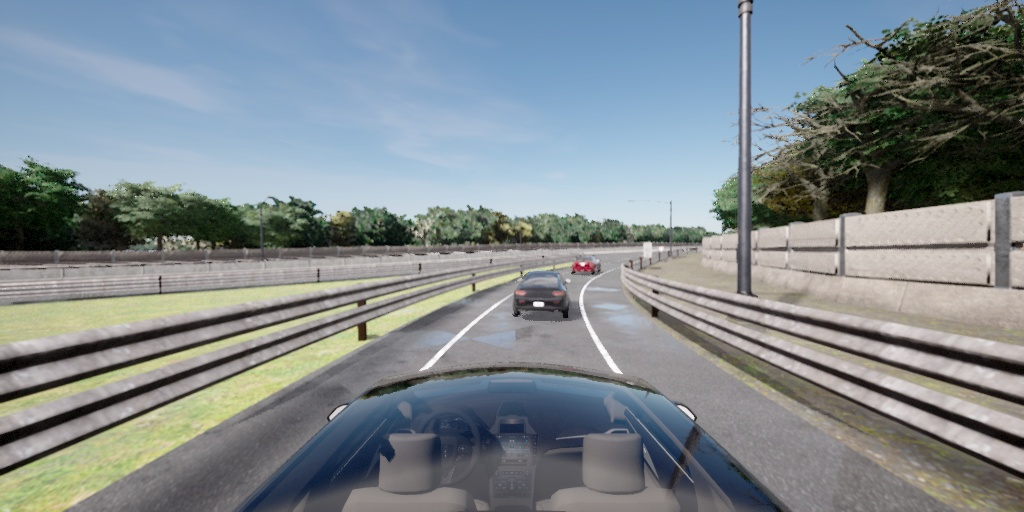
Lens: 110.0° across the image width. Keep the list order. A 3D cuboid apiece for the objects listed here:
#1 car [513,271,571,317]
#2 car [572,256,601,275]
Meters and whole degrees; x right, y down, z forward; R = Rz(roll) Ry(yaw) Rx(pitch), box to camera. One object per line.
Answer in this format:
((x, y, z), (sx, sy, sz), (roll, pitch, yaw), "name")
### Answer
((1.144, 1.265, 13.069), (1.812, 1.442, 4.674), (0, 1, 8), "car")
((7.082, 0.756, 33.859), (2.097, 1.767, 4.553), (1, 2, 22), "car")
